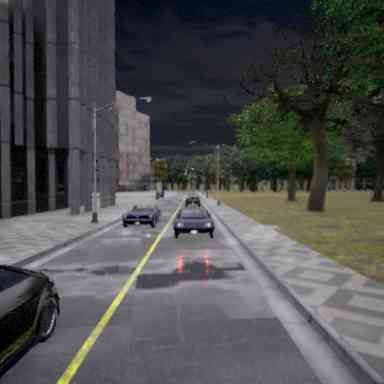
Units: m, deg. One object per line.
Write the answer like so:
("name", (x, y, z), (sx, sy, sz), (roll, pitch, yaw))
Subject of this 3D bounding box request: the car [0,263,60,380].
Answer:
("car", (-3.076, 1.535, 3.572), (1.994, 1.385, 4.181), (0, 0, 0))

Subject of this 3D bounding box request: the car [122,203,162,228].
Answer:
("car", (-3.000, 1.400, 20.611), (1.895, 1.301, 4.718), (0, 1, 0))

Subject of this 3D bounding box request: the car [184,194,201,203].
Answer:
("car", (0.109, 1.019, 42.554), (1.837, 1.490, 4.892), (0, 1, 0))

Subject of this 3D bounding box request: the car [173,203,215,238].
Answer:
("car", (0.092, 1.445, 16.805), (1.895, 1.301, 4.718), (0, 1, 0))
